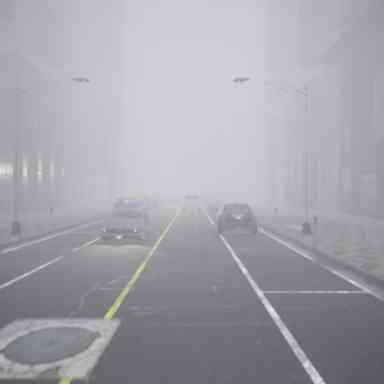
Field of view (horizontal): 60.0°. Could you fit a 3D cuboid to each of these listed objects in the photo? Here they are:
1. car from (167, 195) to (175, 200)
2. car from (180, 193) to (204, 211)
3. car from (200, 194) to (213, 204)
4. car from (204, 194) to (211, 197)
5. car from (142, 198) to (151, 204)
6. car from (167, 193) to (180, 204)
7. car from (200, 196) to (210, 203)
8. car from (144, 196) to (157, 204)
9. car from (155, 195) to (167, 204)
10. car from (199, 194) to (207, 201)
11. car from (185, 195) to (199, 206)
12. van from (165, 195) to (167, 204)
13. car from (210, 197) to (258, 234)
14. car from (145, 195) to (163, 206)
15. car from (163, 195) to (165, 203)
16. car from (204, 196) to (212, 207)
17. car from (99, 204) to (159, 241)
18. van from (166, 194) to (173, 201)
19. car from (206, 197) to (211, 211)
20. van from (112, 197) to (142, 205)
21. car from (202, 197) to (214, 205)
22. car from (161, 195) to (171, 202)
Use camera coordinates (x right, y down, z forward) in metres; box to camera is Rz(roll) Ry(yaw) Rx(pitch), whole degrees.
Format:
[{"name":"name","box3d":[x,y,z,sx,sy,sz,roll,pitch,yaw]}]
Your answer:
[{"name":"car","box3d":[-5.786,1.525,91.039,1.752,1.417,4.829,0,0,0]},{"name":"car","box3d":[0.024,1.219,40.067,2.150,2.045,5.566,0,0,1]},{"name":"car","box3d":[2.745,1.313,63.037,2.192,1.841,5.009,0,0,0]},{"name":"car","box3d":[2.748,1.438,51.764,1.967,1.590,4.097,0,0,0]},{"name":"car","box3d":[-5.773,1.563,34.842,1.947,1.339,4.313,0,0,0]},{"name":"car","box3d":[-3.013,1.328,58.548,1.812,1.442,4.674,0,0,0]},{"name":"car","box3d":[2.744,1.543,68.674,1.887,1.381,4.507,0,0,0]},{"name":"car","box3d":[-5.774,1.563,40.479,1.947,1.339,4.313,0,0,0]},{"name":"car","box3d":[-5.780,1.438,63.026,1.967,1.590,4.097,0,0,0]},{"name":"car","box3d":[2.740,1.439,85.582,1.967,1.590,4.097,0,0,0]},{"name":"car","box3d":[-0.012,1.350,53.712,2.097,1.767,4.553,0,0,0]},{"name":"van","box3d":[-5.779,1.338,57.389,1.690,1.788,3.998,0,0,0]},{"name":"car","box3d":[2.383,1.350,19.231,2.097,1.767,4.553,0,0,0]},{"name":"car","box3d":[-5.776,1.312,46.115,2.192,1.841,5.009,0,0,0]},{"name":"car","box3d":[-5.777,1.542,51.752,1.887,1.381,4.507,0,0,0]},{"name":"car","box3d":[2.751,1.548,40.492,2.008,1.369,4.403,0,0,0]},{"name":"car","box3d":[-3.106,1.545,16.824,2.033,1.411,5.357,0,0,0]},{"name":"van","box3d":[-5.785,1.340,85.573,1.690,1.788,3.998,0,0,0]},{"name":"car","box3d":[2.752,1.523,35.025,1.752,1.417,4.829,0,0,0]},{"name":"van","box3d":[-5.772,1.338,29.205,1.690,1.788,3.998,0,0,0]},{"name":"car","box3d":[2.747,1.564,57.401,1.947,1.339,4.313,0,0,0]},{"name":"car","box3d":[-5.782,1.438,74.300,1.967,1.590,4.097,0,0,0]}]
